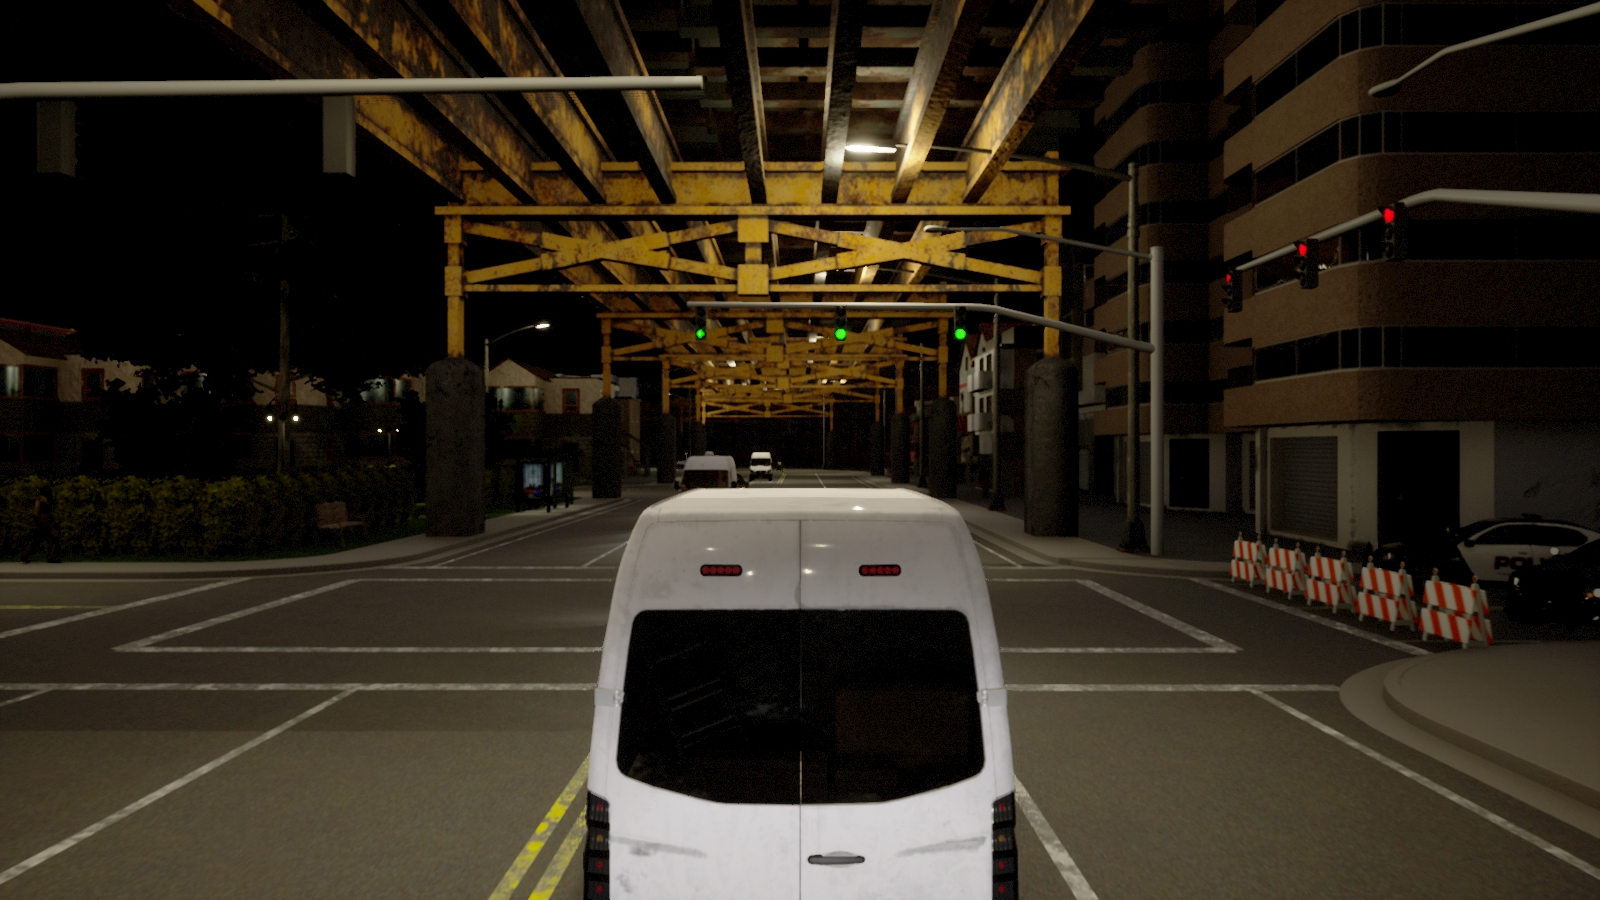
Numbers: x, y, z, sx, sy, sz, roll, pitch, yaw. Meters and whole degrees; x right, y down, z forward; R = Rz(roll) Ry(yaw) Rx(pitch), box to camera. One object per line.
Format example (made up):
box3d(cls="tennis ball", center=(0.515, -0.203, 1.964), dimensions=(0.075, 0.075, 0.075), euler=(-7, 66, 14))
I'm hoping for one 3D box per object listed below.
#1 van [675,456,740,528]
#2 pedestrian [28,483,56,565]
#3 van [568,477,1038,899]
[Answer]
box3d(cls="van", center=(-3.470, 1.517, 43.728), dimensions=(1.988, 2.561, 5.915), euler=(0, 0, 0))
box3d(cls="pedestrian", center=(-17.464, 1.690, 26.323), dimensions=(0.375, 1.860, 0.375), euler=(0, 0, 2))
box3d(cls="van", center=(0.014, 1.530, 7.796), dimensions=(1.988, 2.561, 5.915), euler=(0, 0, 0))
